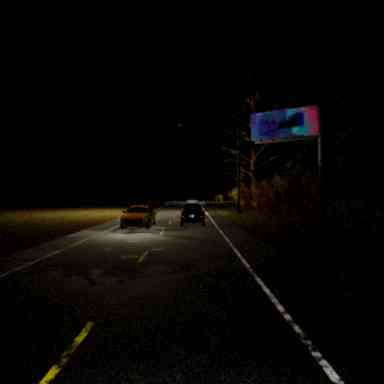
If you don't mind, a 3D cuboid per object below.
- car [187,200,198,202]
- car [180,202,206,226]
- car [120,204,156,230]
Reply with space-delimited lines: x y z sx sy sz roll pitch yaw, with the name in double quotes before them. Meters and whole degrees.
"car" 0.075 1.792 42.957 2.128 1.511 4.902 0 0 0
"car" 0.062 1.725 25.259 2.033 1.411 5.357 0 0 1
"car" -3.591 1.637 22.737 1.882 1.535 5.008 0 0 0
